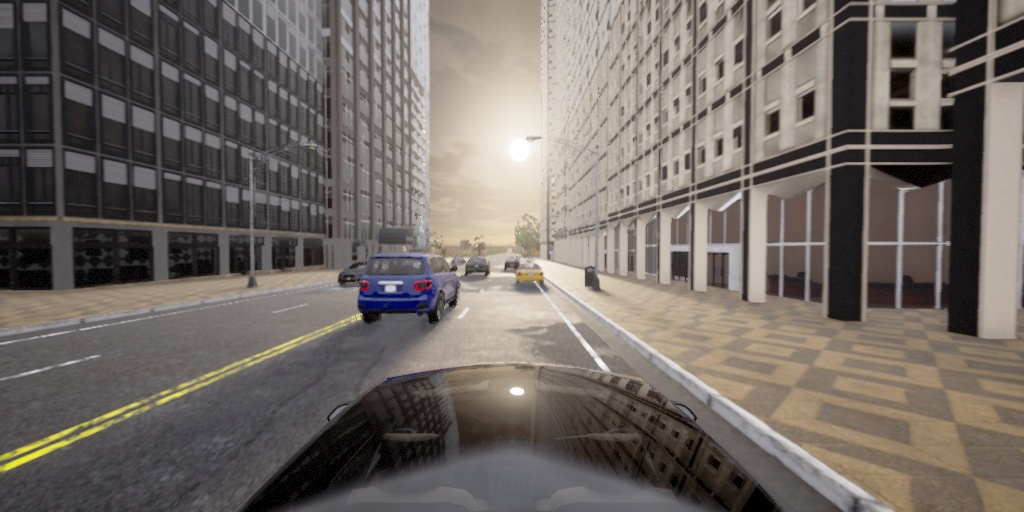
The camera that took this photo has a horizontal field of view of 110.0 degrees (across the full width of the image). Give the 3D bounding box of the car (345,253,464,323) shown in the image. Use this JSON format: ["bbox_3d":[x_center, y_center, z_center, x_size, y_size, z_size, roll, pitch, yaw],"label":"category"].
[{"bbox_3d":[-3.153,0.905,11.998,2.150,2.045,5.566,0,1,0],"label":"car"}]

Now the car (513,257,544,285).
[{"bbox_3d":[1.138,1.052,24.183,1.801,1.575,5.366,0,0,0],"label":"car"}]

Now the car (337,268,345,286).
[{"bbox_3d":[-9.841,1.102,24.002,1.837,1.490,4.892,0,0,0],"label":"car"}]

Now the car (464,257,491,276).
[{"bbox_3d":[-3.150,0.878,34.046,2.097,1.767,4.553,0,0,0],"label":"car"}]

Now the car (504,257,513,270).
[{"bbox_3d":[0.018,0.932,44.077,1.882,1.535,5.008,0,0,1],"label":"car"}]
